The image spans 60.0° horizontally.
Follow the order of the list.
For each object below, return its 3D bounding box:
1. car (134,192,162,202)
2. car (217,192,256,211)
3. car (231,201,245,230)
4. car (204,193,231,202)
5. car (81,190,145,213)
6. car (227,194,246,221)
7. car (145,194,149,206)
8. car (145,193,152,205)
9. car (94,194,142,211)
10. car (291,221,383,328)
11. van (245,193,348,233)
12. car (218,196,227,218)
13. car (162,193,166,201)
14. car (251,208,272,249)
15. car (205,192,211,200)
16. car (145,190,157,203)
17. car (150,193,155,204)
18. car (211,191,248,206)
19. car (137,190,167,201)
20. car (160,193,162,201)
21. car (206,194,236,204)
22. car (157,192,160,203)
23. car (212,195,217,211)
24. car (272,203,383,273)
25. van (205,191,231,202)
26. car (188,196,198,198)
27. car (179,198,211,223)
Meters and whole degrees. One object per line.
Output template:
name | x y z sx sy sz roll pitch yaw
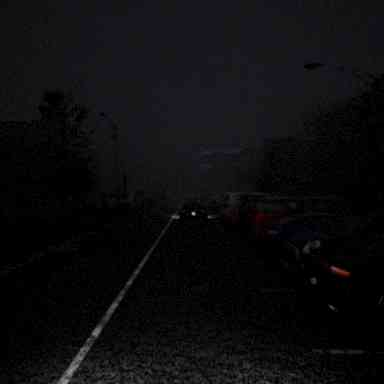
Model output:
car | -7.671 0.888 58.470 4.553 1.767 2.185 0 1 0
car | 4.671 1.132 28.183 4.553 1.767 2.185 0 0 0
car | 4.672 1.375 17.012 4.792 1.488 2.163 0 0 0
car | 4.621 0.961 61.719 4.892 1.521 2.231 0 2 0
car | -7.720 0.975 32.021 5.566 2.045 2.435 0 0 0
car | 4.612 1.198 19.802 4.553 1.767 2.185 0 0 0
car | -7.691 1.221 37.775 4.674 1.452 2.002 0 0 0
car | -7.692 1.197 40.837 4.674 1.452 2.002 0 0 0
car | -7.661 1.079 34.835 4.553 1.767 2.185 0 0 0
car | 4.643 1.432 5.961 5.008 1.535 2.097 0 0 0
van | 4.762 1.141 14.215 4.442 1.987 1.878 0 0 0
car | 4.670 1.309 25.391 4.792 1.488 2.163 0 0 0
car | -7.515 1.038 55.529 5.366 1.575 1.946 0 0 0
car | 4.643 1.429 11.423 4.674 1.452 2.002 0 0 0
car | 4.628 1.125 44.946 5.008 1.535 2.097 0 0 0
car | -7.728 0.985 46.713 4.553 1.767 2.185 0 0 0
car | -7.725 1.163 43.776 4.792 1.488 2.163 0 0 0
car | 4.668 1.065 36.689 4.553 1.767 2.185 0 0 0
car | -7.675 0.647 64.239 5.566 2.045 2.435 0 1 0
car | -7.884 1.061 52.589 5.366 1.575 1.946 0 0 0
car | 4.633 1.099 53.327 4.674 1.452 2.002 0 0 0
car | -7.704 1.090 49.527 4.892 1.521 2.231 0 0 0
car | 4.608 1.265 30.980 4.792 1.488 2.163 0 0 0
car | 4.677 1.286 8.630 4.553 1.767 2.185 0 0 0
van | 4.512 0.784 58.909 4.442 1.987 1.878 0 1 0
car | 0.084 1.235 41.712 1.994 1.385 4.181 0 0 0
car | 0.094 1.375 23.837 1.994 1.385 4.181 0 0 0
